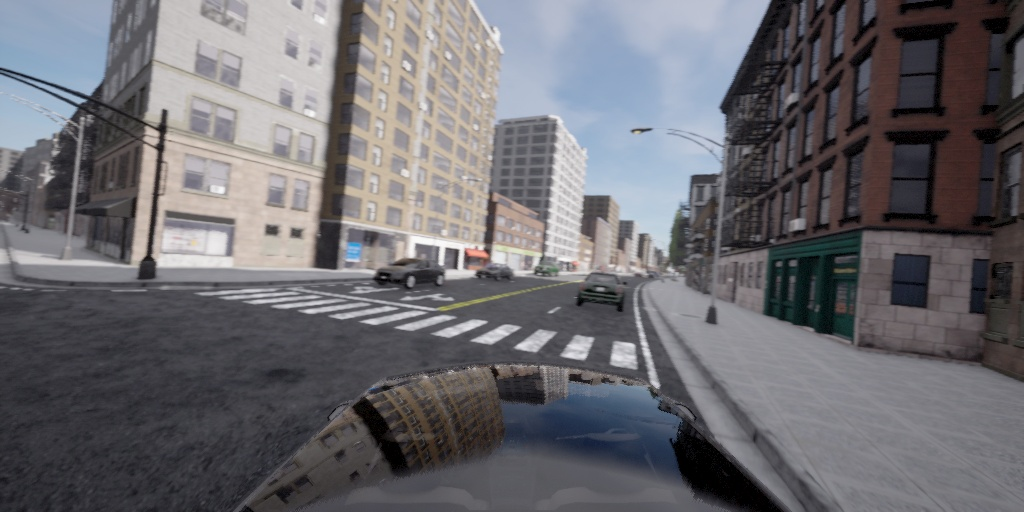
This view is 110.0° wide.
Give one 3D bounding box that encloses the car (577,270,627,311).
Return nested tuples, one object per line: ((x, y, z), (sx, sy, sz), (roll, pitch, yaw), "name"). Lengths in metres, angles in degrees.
((4.655, 1.597, 18.153), (2.097, 1.767, 4.553), (5, 0, 18), "car")

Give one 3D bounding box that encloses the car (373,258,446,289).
((-5.295, 0.845, 19.255), (1.837, 1.490, 4.892), (5, 0, 18), "car")

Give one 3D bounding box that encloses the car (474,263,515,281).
((-1.353, 1.320, 31.009), (2.033, 1.411, 5.357), (5, 0, 20), "car")

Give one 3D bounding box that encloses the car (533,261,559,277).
((4.592, 1.656, 46.906), (2.150, 2.045, 5.566), (5, -1, 22), "car")
